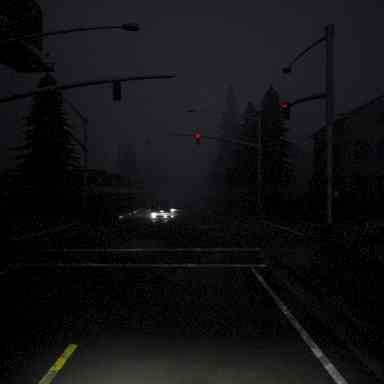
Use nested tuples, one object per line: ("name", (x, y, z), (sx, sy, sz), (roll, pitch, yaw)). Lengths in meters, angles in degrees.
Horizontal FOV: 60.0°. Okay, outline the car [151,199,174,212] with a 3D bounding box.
("car", (-3.468, 1.564, 37.691), (1.994, 1.385, 4.181), (0, 0, 0))
